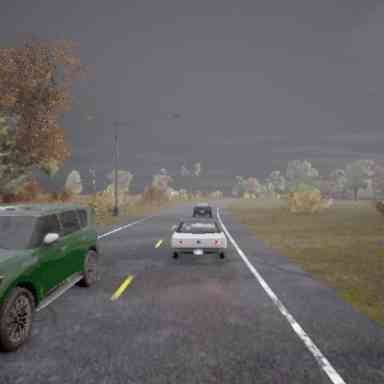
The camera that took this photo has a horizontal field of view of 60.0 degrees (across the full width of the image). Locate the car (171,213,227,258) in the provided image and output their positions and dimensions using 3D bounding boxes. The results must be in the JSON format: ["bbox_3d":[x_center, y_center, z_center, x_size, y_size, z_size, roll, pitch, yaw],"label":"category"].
[{"bbox_3d":[0.274,1.732,13.312,1.895,1.301,4.718,0,-1,1],"label":"car"}]

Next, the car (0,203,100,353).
[{"bbox_3d":[-3.526,1.284,6.608,2.150,2.045,5.566,0,0,1],"label":"car"}]

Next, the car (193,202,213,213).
[{"bbox_3d":[1.189,1.824,35.645,1.882,1.535,5.008,0,0,3],"label":"car"}]
